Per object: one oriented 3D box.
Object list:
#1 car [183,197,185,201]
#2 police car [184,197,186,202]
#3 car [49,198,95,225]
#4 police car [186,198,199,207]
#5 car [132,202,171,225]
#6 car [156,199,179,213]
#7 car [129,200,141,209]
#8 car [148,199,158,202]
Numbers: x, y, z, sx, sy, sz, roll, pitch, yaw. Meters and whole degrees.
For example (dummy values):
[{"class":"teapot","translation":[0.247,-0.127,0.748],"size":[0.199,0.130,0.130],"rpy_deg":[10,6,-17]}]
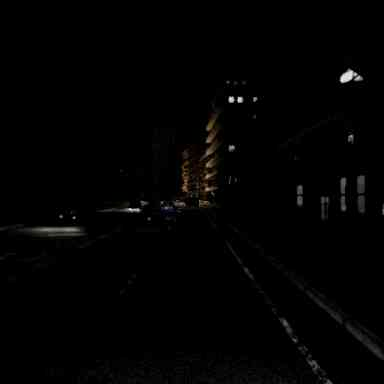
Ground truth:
[{"class":"car","translation":[-0.601,2.491,86.423],"size":[1.837,1.490,4.892],"rpy_deg":[0,-1,-4]},{"class":"police car","translation":[-0.208,2.341,80.494],"size":[1.930,1.638,5.238],"rpy_deg":[0,-1,-4]},{"class":"car","translation":[-9.696,1.520,27.467],"size":[2.150,2.045,5.566],"rpy_deg":[0,-1,1]},{"class":"police car","translation":[0.340,2.224,70.422],"size":[1.930,1.638,5.238],"rpy_deg":[0,-1,-3]},{"class":"car","translation":[-3.115,1.786,26.651],"size":[2.128,1.511,4.902],"rpy_deg":[0,-1,0]},{"class":"car","translation":[-3.104,2.029,43.384],"size":[2.033,1.411,5.357],"rpy_deg":[0,-1,0]},{"class":"car","translation":[-9.989,2.142,58.887],"size":[2.128,1.511,4.902],"rpy_deg":[0,-1,-1]},{"class":"car","translation":[-6.742,2.008,59.073],"size":[2.097,1.767,4.553],"rpy_deg":[0,-1,-1]}]
